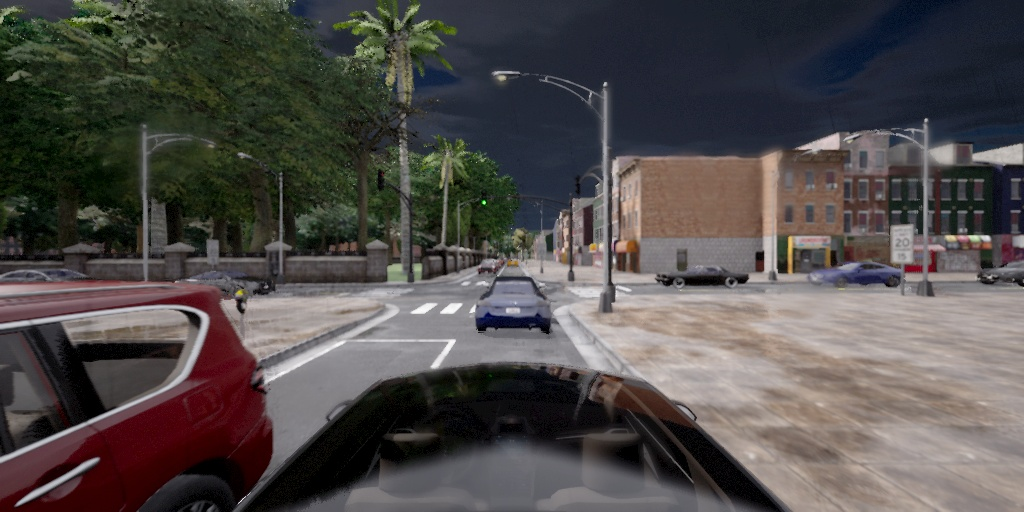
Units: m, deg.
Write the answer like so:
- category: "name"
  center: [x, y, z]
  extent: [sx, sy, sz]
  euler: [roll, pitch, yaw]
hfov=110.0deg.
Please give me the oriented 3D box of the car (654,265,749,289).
- category: "car"
  center: [10.864, 1.195, 20.838]
  extent: [4.718, 1.301, 1.895]
  euler: [0, 0, 1]

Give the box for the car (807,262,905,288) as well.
- category: "car"
  center: [19.912, 1.061, 20.829]
  extent: [4.674, 1.442, 1.812]
  euler: [0, 0, 0]

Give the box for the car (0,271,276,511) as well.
- category: "car"
  center: [-2.640, 1.070, 0.473]
  extent: [2.192, 1.841, 5.009]
  euler: [0, 0, 0]

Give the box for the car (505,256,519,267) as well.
- category: "car"
  center: [0.153, 1.154, 63.703]
  extent: [1.882, 1.535, 5.008]
  euler: [0, 0, 0]

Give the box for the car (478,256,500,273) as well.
- category: "car"
  center: [-2.606, 1.108, 38.619]
  extent: [1.967, 1.591, 4.097]
  euler: [0, 0, 0]

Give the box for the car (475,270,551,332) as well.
- category: "car"
  center: [0.054, 1.282, 10.714]
  extent: [1.994, 1.385, 4.181]
  euler: [0, 0, 1]

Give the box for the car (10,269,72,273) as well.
- category: "car"
  center: [-22.985, 1.398, 17.866]
  extent: [4.902, 1.511, 2.128]
  euler: [-1, 0, 0]

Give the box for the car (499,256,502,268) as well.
- category: "car"
  center: [-2.599, 1.106, 44.307]
  extent: [1.967, 1.591, 4.097]
  euler: [0, 0, 0]

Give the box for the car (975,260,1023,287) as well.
- category: "car"
  center: [30.153, 0.987, 20.829]
  extent: [4.892, 1.490, 1.837]
  euler: [0, 0, 0]

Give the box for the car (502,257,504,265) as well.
- category: "car"
  center: [-2.590, 1.251, 55.684]
  extent: [1.802, 1.307, 4.207]
  euler: [0, 0, 0]
